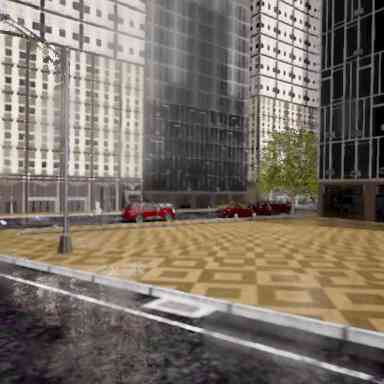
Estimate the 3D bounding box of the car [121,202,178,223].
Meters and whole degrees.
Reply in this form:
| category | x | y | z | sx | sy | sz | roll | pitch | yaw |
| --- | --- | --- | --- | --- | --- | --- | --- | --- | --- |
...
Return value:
| category | x | y | z | sx | sy | sz | roll | pitch | yaw |
| --- | --- | --- | --- | --- | --- | --- | --- | --- | --- |
| car | -4.031 | 1.847 | 30.717 | 5.009 | 1.841 | 2.192 | 0 | 1 | -34 |

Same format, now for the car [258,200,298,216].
| category | x | y | z | sx | sy | sz | roll | pitch | yaw |
| --- | --- | --- | --- | --- | --- | --- | --- | --- | --- |
| car | 10.005 | 1.927 | 40.319 | 5.009 | 1.841 | 2.192 | 0 | 1 | -34 |

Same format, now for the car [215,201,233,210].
| category | x | y | z | sx | sy | sz | roll | pitch | yaw |
| --- | --- | --- | --- | --- | --- | --- | --- | --- | --- |
| car | 5.413 | 2.001 | 46.730 | 4.829 | 1.417 | 1.752 | 0 | 1 | -34 |

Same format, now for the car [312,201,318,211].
| category | x | y | z | sx | sy | sz | roll | pitch | yaw |
| --- | --- | --- | --- | --- | --- | --- | --- | --- | --- |
| car | 19.359 | 2.233 | 46.724 | 4.313 | 1.339 | 1.947 | 0 | 1 | -34 |

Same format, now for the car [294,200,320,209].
| category | x | y | z | sx | sy | sz | roll | pitch | yaw |
| --- | --- | --- | --- | --- | --- | --- | --- | --- | --- |
| car | 19.590 | 2.124 | 56.429 | 4.313 | 1.339 | 1.947 | 0 | 1 | -34 |

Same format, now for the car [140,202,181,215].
| category | x | y | z | sx | sy | sz | roll | pitch | yaw |
| --- | --- | --- | --- | --- | --- | --- | --- | --- | --- |
| car | -3.805 | 1.974 | 40.424 | 4.403 | 1.369 | 2.008 | 0 | 1 | -34 |

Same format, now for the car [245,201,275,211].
| category | x | y | z | sx | sy | sz | roll | pitch | yaw |
| --- | --- | --- | --- | --- | --- | --- | --- | --- | --- |
| car | 10.232 | 2.070 | 50.027 | 4.313 | 1.339 | 1.947 | 0 | 1 | -34 |

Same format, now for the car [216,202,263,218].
| category | x | y | z | sx | sy | sz | roll | pitch | yaw |
| --- | --- | --- | --- | --- | --- | --- | --- | --- | --- |
| car | 5.323 | 2.130 | 37.121 | 4.507 | 1.381 | 1.887 | 0 | 1 | -34 |

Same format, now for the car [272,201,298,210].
| category | x | y | z | sx | sy | sz | roll | pitch | yaw |
| --- | --- | --- | --- | --- | --- | --- | --- | --- | --- |
| car | 14.911 | 2.113 | 53.228 | 4.206 | 1.307 | 1.802 | 0 | 1 | -34 |

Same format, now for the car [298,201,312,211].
| category | x | y | z | sx | sy | sz | roll | pitch | yaw |
| --- | --- | --- | --- | --- | --- | --- | --- | --- | --- |
| car | 16.744 | 2.178 | 51.379 | 4.718 | 1.301 | 1.895 | 0 | 1 | -34 |
